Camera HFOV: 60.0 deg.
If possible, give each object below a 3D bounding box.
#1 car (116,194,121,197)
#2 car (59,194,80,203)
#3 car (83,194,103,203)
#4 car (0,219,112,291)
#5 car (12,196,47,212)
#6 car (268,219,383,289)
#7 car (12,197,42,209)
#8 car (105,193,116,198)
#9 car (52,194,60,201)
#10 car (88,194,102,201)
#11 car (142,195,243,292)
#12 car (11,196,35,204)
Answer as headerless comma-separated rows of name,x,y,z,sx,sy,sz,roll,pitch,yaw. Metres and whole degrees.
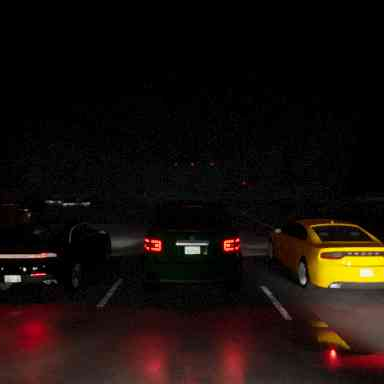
car,-18.856,1.174,82.234,2.033,1.411,5.357,0,0,-1
car,-22.003,1.312,60.877,1.994,1.385,4.181,0,0,0
car,-18.520,1.311,61.292,1.994,1.385,4.181,0,0,0
car,-3.519,1.483,8.945,2.128,1.511,4.902,0,0,0
car,-18.160,1.426,37.346,2.033,1.411,5.357,0,0,-1
car,3.477,1.469,9.143,1.882,1.535,5.008,0,0,0
car,-21.774,1.405,44.166,1.994,1.385,4.181,0,0,-1
car,-18.665,1.040,72.833,2.097,1.767,4.553,0,0,-1
car,-29.173,1.160,73.187,1.882,1.535,5.008,0,0,-1
car,-22.227,1.143,76.443,1.882,1.535,5.008,0,0,-1
car,-0.011,1.213,9.089,2.150,2.045,5.566,0,0,0
car,-28.951,1.333,57.072,1.994,1.385,4.181,0,0,-1
